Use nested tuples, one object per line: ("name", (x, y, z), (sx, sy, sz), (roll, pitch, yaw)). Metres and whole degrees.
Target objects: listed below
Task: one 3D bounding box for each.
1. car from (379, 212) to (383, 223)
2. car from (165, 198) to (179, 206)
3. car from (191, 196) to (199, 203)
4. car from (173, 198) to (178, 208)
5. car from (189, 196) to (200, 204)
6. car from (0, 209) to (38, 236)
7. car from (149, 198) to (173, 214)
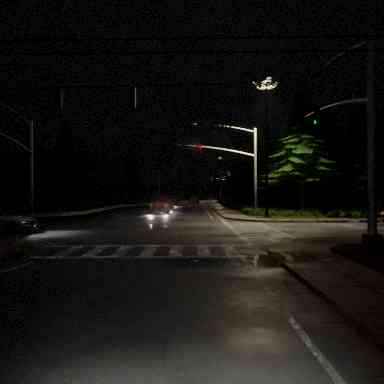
("car", (15.165, 1.484, 22.084), (5.008, 1.535, 1.882), (0, 0, 1))
("car", (-3.437, 1.729, 57.778), (1.994, 1.385, 4.181), (0, 0, 1))
("car", (0.709, 1.631, 75.730), (1.837, 1.490, 4.892), (0, 0, 2))
("car", (-3.552, 1.632, 47.102), (2.128, 1.511, 4.902), (0, 0, 0))
("car", (0.379, 1.691, 65.423), (1.812, 1.442, 4.674), (0, 0, 2))
("car", (-11.228, 1.660, 18.889), (4.674, 1.442, 1.812), (0, 0, 1))
("car", (-3.577, 1.468, 37.301), (2.097, 1.767, 4.553), (0, 0, 0))
